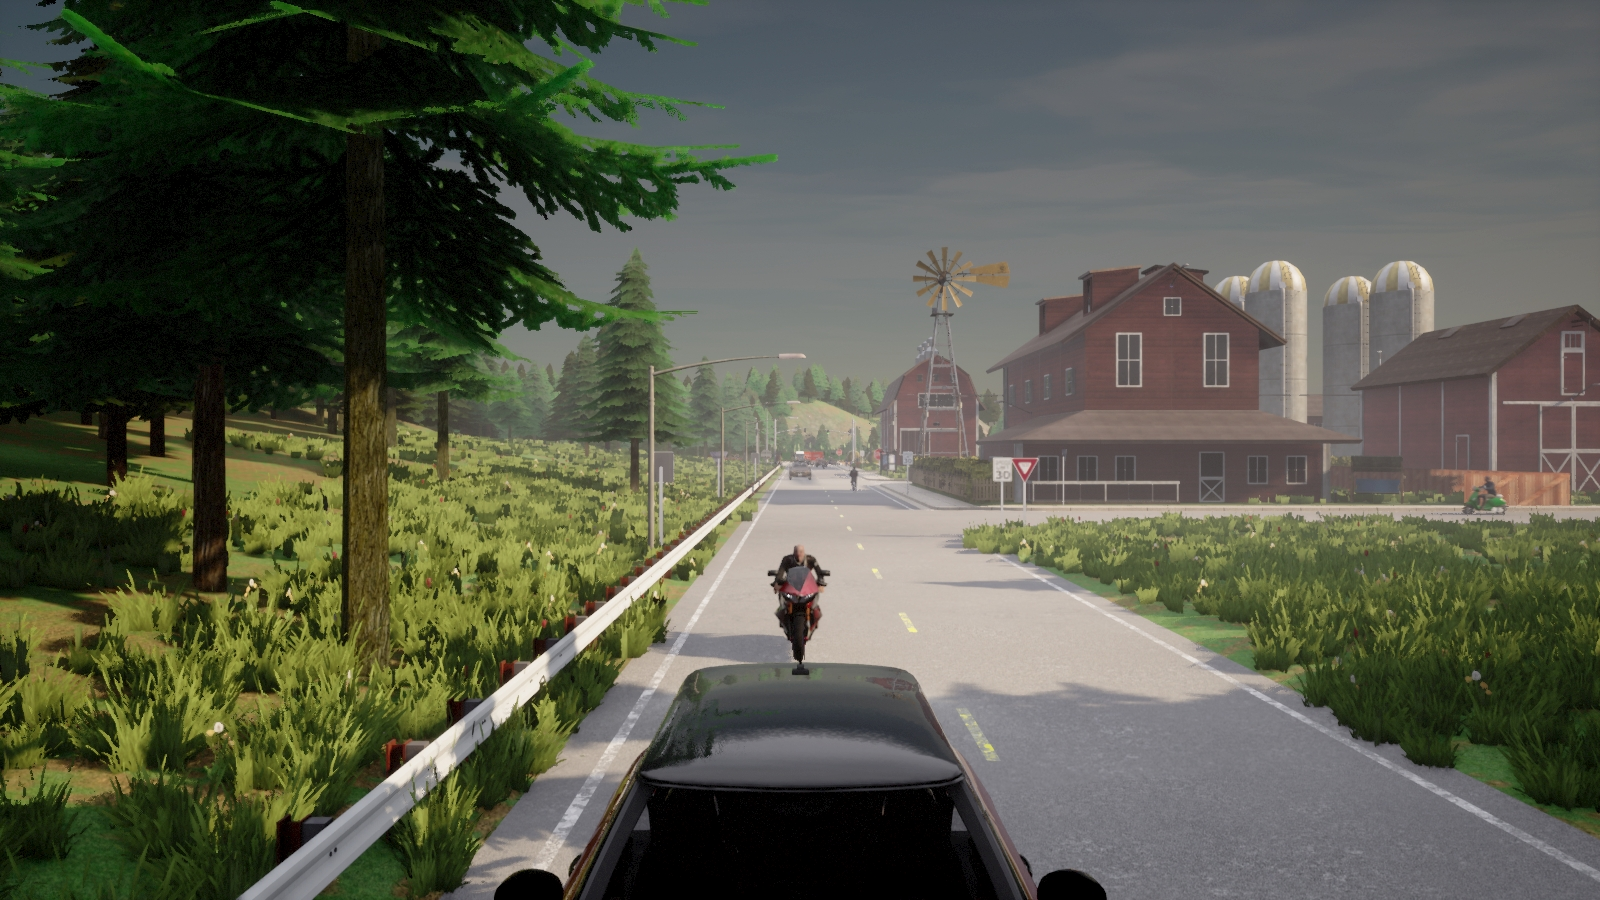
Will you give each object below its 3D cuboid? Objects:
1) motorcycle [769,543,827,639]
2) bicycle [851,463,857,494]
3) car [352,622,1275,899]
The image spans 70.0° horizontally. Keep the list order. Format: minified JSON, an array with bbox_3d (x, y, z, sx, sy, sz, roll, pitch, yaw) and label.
[{"bbox_3d":[-0.030,2.205,18.181,0.867,1.251,2.209,0,0,0],"label":"motorcycle"},{"bbox_3d":[3.513,1.836,74.424,0.329,1.919,1.835,0,0,0],"label":"bicycle"},{"bbox_3d":[0.033,1.906,4.501,2.097,1.767,4.553,0,0,0],"label":"car"}]
